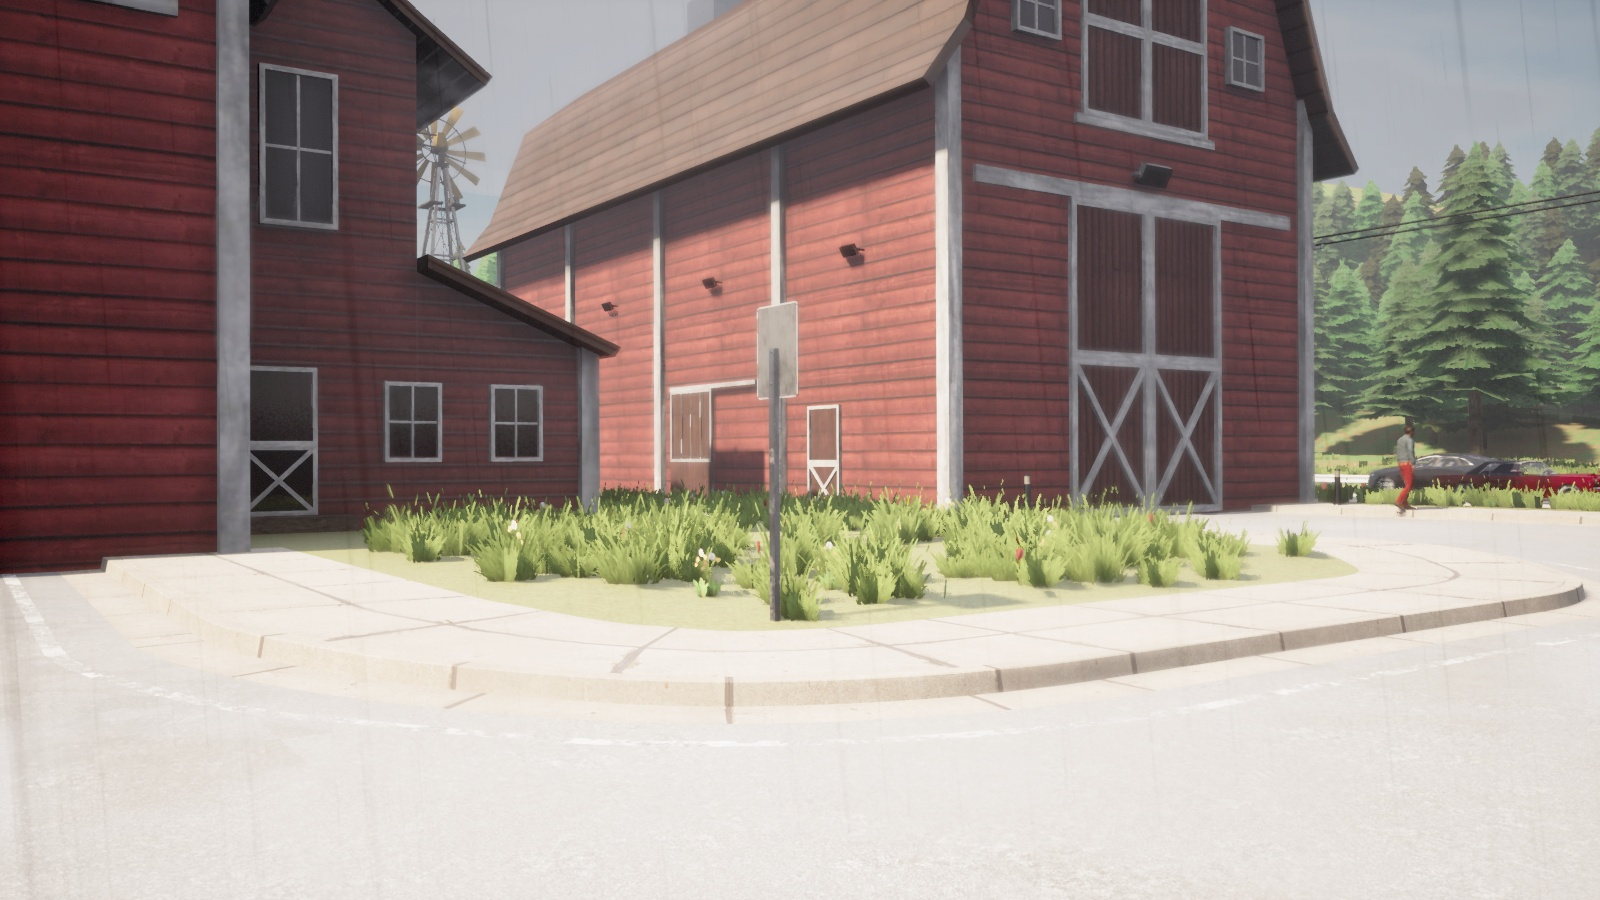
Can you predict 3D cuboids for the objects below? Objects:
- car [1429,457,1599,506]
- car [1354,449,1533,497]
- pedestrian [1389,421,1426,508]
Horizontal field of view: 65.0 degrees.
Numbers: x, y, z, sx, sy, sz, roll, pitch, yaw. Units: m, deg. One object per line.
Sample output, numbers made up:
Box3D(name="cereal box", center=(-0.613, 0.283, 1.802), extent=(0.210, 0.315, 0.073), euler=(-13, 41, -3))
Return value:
Box3D(name="car", center=(20.995, 0.865, 36.269), extent=(1.895, 1.301, 4.718), euler=(0, 0, -34))
Box3D(name="car", center=(21.402, 0.744, 41.948), extent=(2.128, 1.511, 4.902), euler=(0, 0, -33))
Box3D(name="pedestrian", center=(13.020, 0.307, 26.924), extent=(0.614, 1.847, 0.353), euler=(-1, 0, 0))
